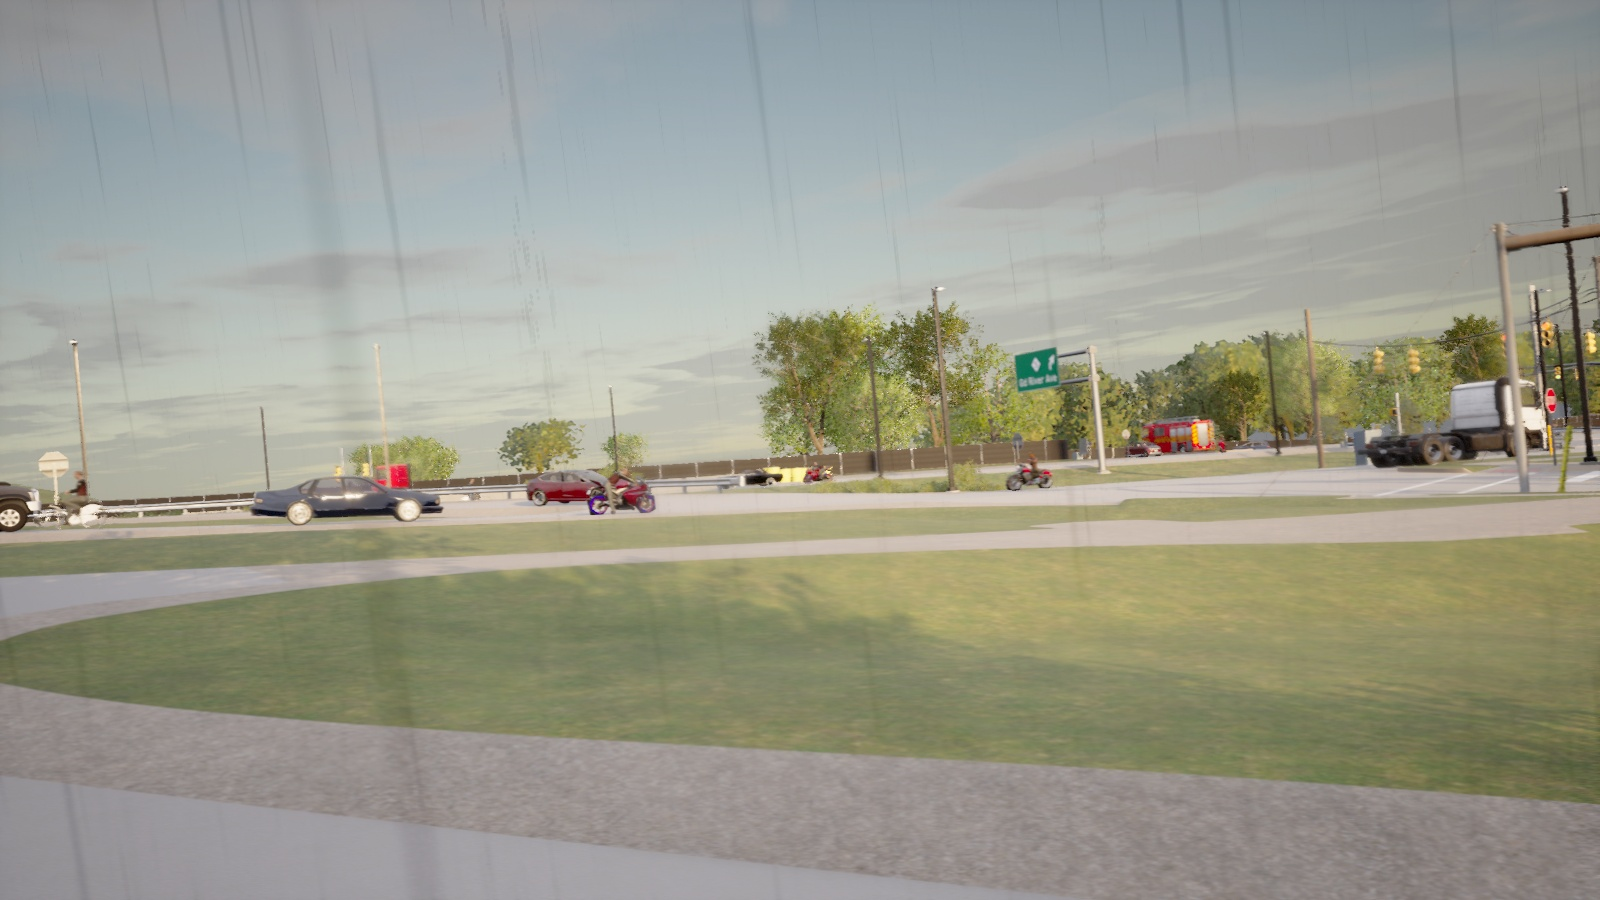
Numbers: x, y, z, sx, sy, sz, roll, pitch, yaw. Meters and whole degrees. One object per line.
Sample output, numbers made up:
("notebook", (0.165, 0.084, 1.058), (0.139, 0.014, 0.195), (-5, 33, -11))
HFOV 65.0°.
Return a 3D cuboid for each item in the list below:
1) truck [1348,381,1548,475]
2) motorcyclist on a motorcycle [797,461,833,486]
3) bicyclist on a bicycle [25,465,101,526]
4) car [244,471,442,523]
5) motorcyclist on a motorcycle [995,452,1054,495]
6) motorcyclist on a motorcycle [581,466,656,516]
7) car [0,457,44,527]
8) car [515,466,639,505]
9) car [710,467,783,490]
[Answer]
("truck", (27.103, -0.936, 52.495), (7.936, 3.462, 2.891), (-3, -1, -23))
("motorcyclist on a motorcycle", (1.038, 1.628, 86.895), (2.191, 1.530, 0.866), (-3, -1, -23))
("bicyclist on a bicycle", (-22.017, 1.354, 37.547), (1.843, 1.776, 0.659), (0, -3, -22))
("car", (-13.498, 1.387, 37.179), (5.357, 1.411, 2.033), (0, -2, -22))
("motorcyclist on a motorcycle", (9.241, 0.945, 51.697), (2.350, 1.649, 0.766), (-2, -1, -29))
("motorcyclist on a motorcycle", (-5.818, 1.306, 40.274), (2.191, 1.530, 0.866), (-1, -2, -22))
("car", (-22.813, 1.133, 33.167), (4.605, 1.855, 1.932), (1, -3, -40))
("car", (-9.491, 1.512, 53.336), (4.792, 1.488, 2.163), (-2, 1, 27))
("car", (-3.782, 2.031, 88.659), (4.718, 1.301, 1.895), (-3, -1, -23))
